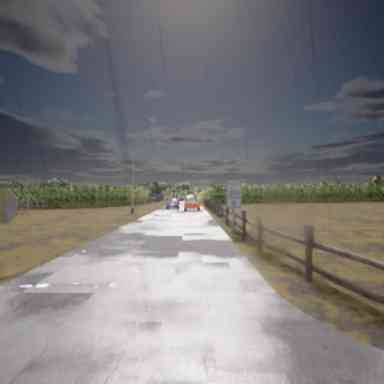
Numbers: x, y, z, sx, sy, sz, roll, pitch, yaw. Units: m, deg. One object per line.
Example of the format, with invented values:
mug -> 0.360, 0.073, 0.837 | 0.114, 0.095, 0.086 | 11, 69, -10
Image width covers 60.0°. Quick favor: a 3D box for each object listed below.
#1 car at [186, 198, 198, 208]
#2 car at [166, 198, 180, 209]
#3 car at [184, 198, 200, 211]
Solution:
car -> 0.001, 1.755, 54.146 | 1.837, 1.490, 4.892 | 0, 0, 0
car -> -2.749, 1.698, 48.311 | 2.128, 1.511, 4.902 | 0, 0, 0
car -> 0.001, 1.532, 44.110 | 2.097, 1.767, 4.553 | 0, 0, 0
